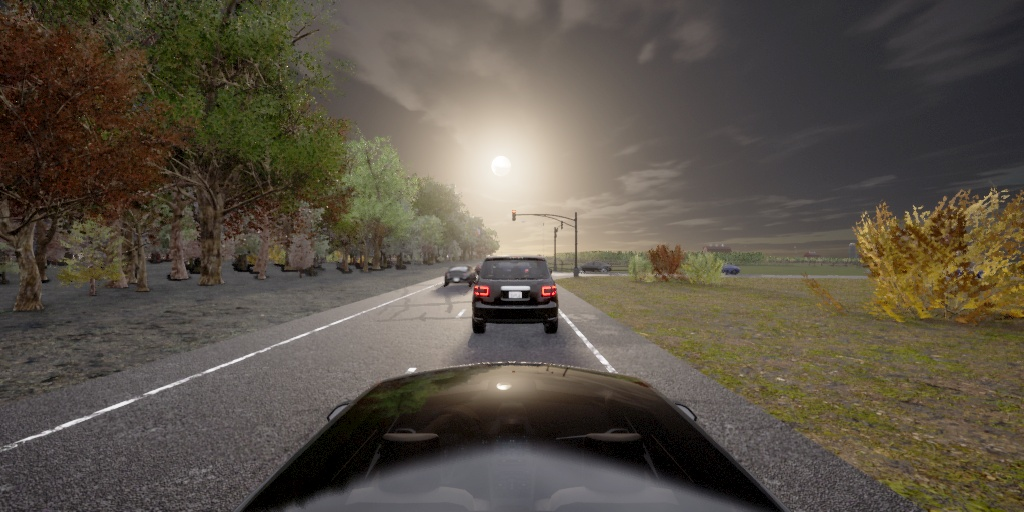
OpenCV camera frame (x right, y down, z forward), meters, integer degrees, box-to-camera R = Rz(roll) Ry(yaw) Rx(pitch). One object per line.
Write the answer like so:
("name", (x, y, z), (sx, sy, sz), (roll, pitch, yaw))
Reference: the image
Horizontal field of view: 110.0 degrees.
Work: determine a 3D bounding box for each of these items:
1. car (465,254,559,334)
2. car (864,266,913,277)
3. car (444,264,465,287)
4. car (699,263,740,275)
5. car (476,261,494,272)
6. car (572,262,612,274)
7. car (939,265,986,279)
("car", (0.078, 0.974, 10.813), (2.150, 2.045, 5.566), (0, 0, 0))
("car", (46.341, 1.916, 44.063), (4.718, 1.301, 1.895), (1, -1, 1))
("car", (-3.451, 1.281, 24.536), (1.812, 1.442, 4.674), (0, 0, 0))
("car", (25.518, 1.614, 44.145), (4.674, 1.442, 1.812), (0, -1, 0))
("car", (-3.498, 1.321, 47.376), (1.994, 1.385, 4.181), (0, 0, 0))
("car", (9.932, 1.433, 44.838), (4.892, 1.490, 1.837), (1, 0, 10))
("car", (50.293, 1.775, 40.462), (5.008, 1.535, 1.882), (1, -1, 1))
